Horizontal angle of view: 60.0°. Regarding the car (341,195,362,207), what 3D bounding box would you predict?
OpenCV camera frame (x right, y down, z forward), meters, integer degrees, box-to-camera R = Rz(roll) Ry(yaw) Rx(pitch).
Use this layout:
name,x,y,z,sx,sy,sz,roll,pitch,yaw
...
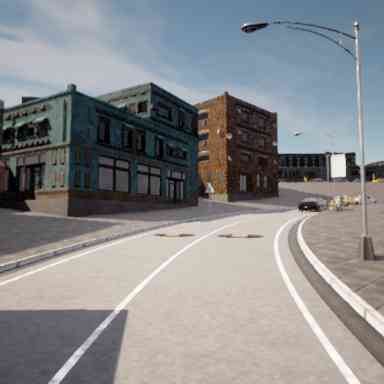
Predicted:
name,x,y,z,sx,sy,sz,roll,pitch,yaw
car,19.201,1.165,41.833,5.366,1.575,1.801,-1,-3,-43

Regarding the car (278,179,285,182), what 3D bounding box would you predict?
name,x,y,z,sx,sy,sz,roll,pitch,yaw
car,20.790,-2.742,83.097,4.553,1.767,2.185,0,-5,-2

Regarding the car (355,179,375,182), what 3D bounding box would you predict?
name,x,y,z,sx,sy,sz,roll,pitch,yaw
car,42.782,-2.635,83.957,4.674,1.452,2.002,0,-5,-3

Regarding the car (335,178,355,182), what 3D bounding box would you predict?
name,x,y,z,sx,sy,sz,roll,pitch,yaw
car,37.242,-2.686,83.659,4.892,1.521,2.231,0,-5,-2

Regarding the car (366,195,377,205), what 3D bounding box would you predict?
name,x,y,z,sx,sy,sz,roll,pitch,yaw
car,23.435,1.185,45.407,4.674,1.442,1.812,-1,-3,-37

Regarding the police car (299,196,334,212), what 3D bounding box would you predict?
name,x,y,z,sx,sy,sz,roll,pitch,yaw
police car,12.738,1.221,34.689,1.930,1.638,5.238,-4,-1,37

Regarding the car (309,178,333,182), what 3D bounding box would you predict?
name,x,y,z,sx,sy,sz,roll,pitch,yaw
car,31.725,-2.671,83.462,4.892,1.521,2.231,0,-5,-2
